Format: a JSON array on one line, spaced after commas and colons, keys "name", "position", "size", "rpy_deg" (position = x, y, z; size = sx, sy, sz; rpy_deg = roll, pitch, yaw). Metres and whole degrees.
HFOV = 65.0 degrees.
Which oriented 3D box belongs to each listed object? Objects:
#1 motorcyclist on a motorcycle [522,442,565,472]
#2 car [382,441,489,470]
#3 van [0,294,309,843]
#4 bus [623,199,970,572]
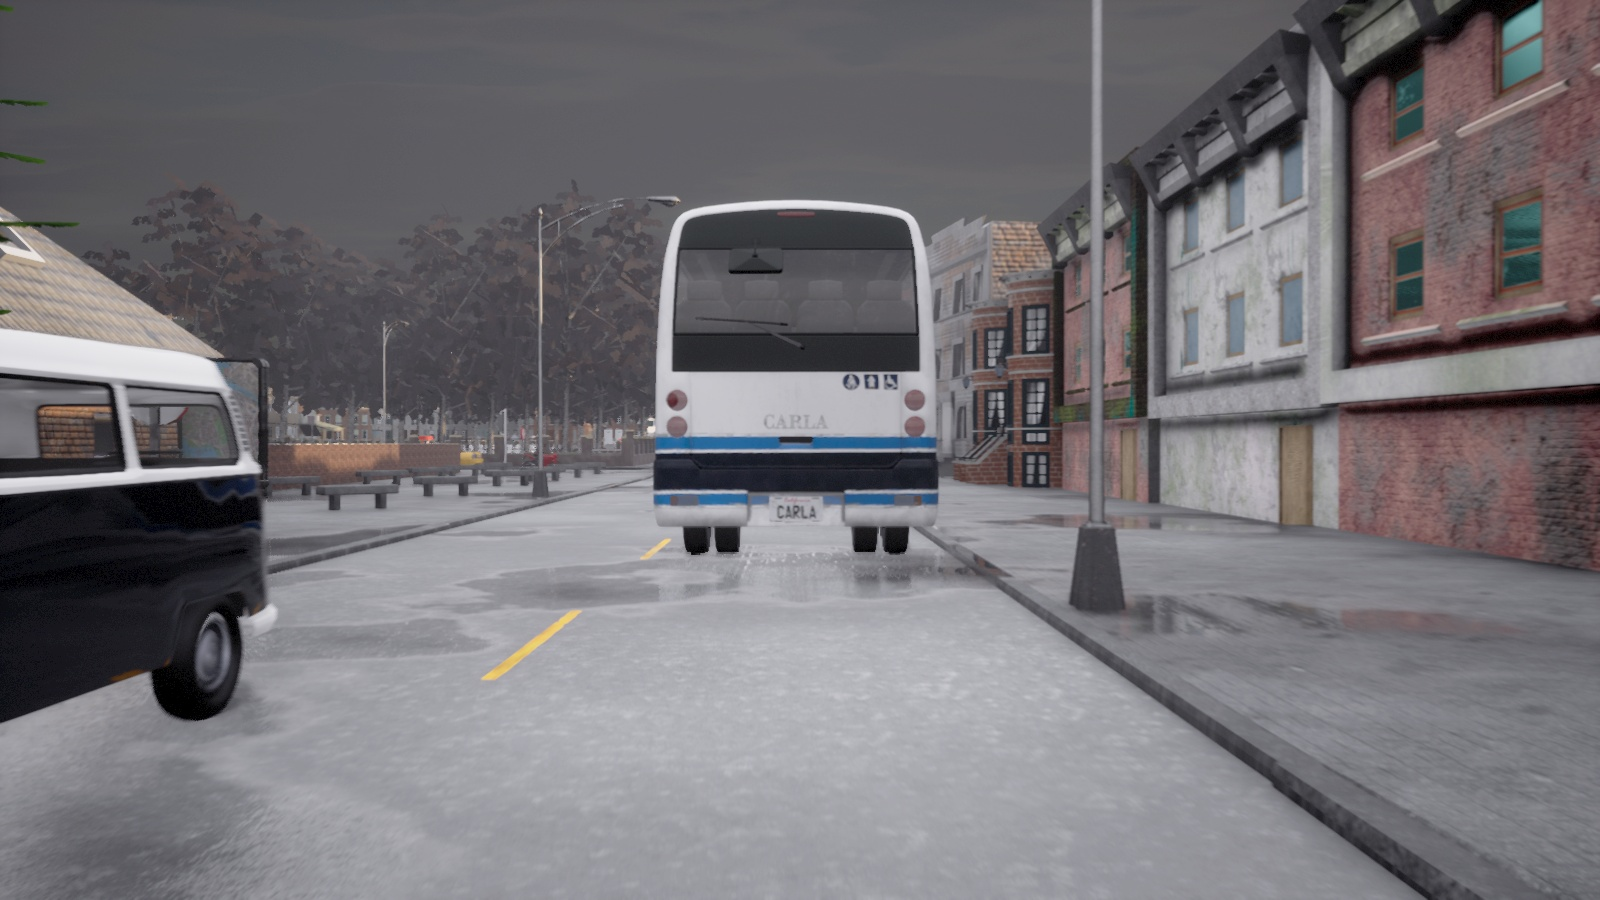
[{"name": "motorcyclist on a motorcycle", "position": [-13.203, 0.354, 64.757], "size": [2.044, 1.523, 0.797], "rpy_deg": [0, 0, 0]}, {"name": "car", "position": [-19.945, 0.283, 68.829], "size": [5.366, 1.575, 1.801], "rpy_deg": [0, 0, -2]}, {"name": "van", "position": [-4.007, 0.437, 5.376], "size": [2.069, 2.038, 4.480], "rpy_deg": [0, 0, 0]}, {"name": "bus", "position": [-0.053, -0.740, 19.442], "size": [3.944, 4.253, 10.273], "rpy_deg": [0, 0, 0]}]
